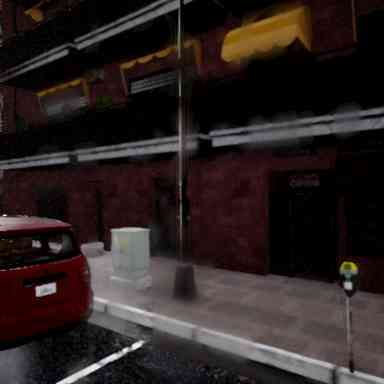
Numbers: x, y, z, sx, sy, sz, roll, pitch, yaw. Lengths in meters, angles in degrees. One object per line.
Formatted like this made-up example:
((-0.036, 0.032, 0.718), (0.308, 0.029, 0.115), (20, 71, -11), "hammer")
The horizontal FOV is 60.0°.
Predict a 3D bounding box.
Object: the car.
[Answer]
((-3.785, 1.317, 5.591), (5.009, 1.841, 2.192), (0, -1, 36), "car")
